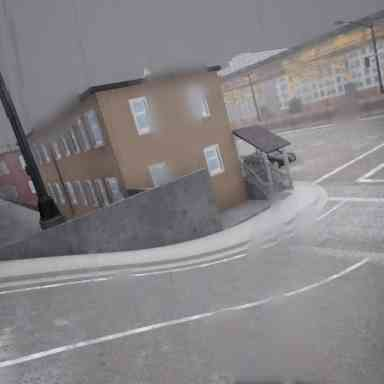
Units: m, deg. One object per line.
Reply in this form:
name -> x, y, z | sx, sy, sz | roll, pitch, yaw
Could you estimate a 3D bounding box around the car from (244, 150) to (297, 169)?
car -> 6.402, -2.810, 27.797 | 1.837, 1.490, 4.892 | -23, 13, -32
